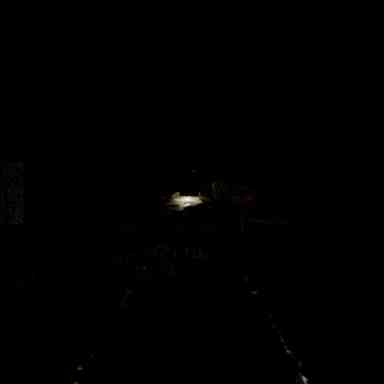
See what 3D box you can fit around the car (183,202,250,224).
[{"bbox_3d":[1.692,1.430,23.318,4.674,1.442,1.812,0,1,-4],"label":"car"}]
